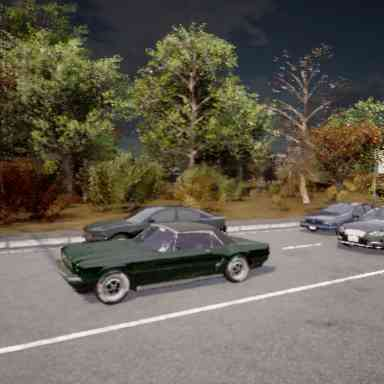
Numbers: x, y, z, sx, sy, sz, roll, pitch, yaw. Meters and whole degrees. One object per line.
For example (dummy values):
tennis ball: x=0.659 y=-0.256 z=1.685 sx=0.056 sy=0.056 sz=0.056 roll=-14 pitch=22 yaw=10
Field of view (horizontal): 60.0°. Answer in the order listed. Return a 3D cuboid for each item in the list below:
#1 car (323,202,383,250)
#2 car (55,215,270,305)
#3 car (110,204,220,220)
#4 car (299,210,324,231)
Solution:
car: x=7.501 y=1.283 z=12.318 sx=4.902 sy=1.511 sz=2.128 roll=0 pitch=2 yaw=-30
car: x=-0.556 y=1.403 z=7.631 sx=4.718 sy=1.301 sz=1.895 roll=0 pitch=2 yaw=-31
car: x=-1.121 y=1.184 z=11.363 sx=5.008 sy=1.535 sz=1.882 roll=0 pitch=2 yaw=-30
car: x=7.828 y=1.237 z=16.552 sx=5.357 sy=1.411 sz=2.033 roll=0 pitch=2 yaw=-30
